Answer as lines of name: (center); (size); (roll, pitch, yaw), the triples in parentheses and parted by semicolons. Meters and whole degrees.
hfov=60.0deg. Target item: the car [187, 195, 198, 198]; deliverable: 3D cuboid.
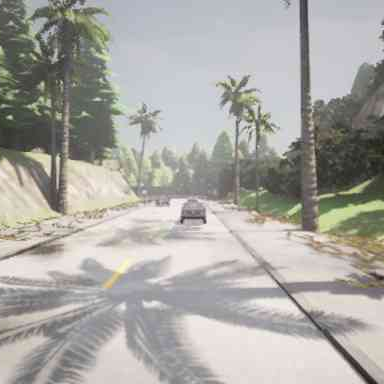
car: (0.080, 1.244, 56.992); (1.895, 1.301, 4.718); (0, 0, 0)

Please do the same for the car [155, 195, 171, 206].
car: (-4.071, 1.194, 46.996); (2.128, 1.511, 4.902); (0, 0, 0)

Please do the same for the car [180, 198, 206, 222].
car: (0.090, 1.394, 24.429); (2.033, 1.411, 5.357); (0, 0, 0)
